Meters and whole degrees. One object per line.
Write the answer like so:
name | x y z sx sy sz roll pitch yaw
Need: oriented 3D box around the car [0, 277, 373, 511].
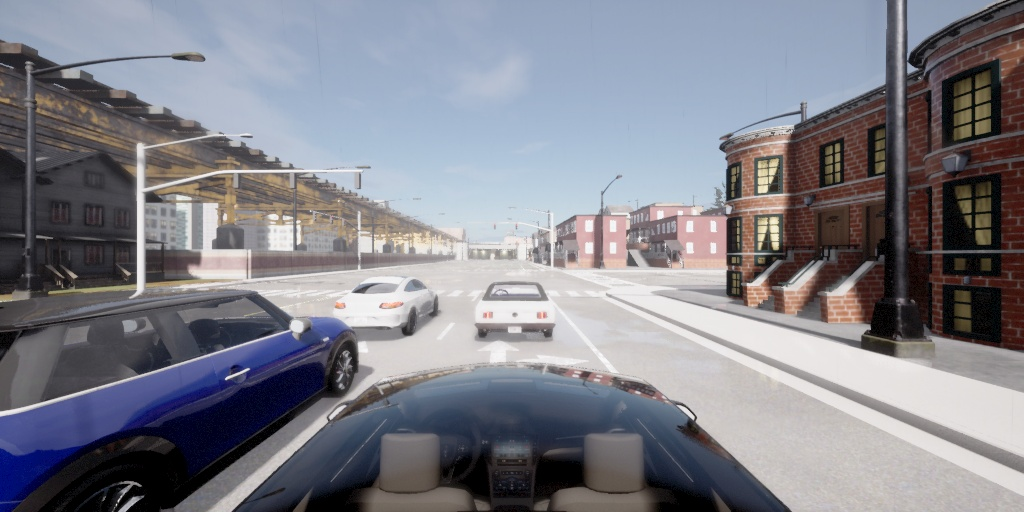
car | -3.399 1.102 3.688 2.097 1.767 4.553 0 0 0

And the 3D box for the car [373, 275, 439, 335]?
car | -3.396 1.276 10.331 1.812 1.442 4.674 0 0 0

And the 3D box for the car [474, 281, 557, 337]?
car | 0.106 1.351 10.223 1.895 1.301 4.718 0 0 1
